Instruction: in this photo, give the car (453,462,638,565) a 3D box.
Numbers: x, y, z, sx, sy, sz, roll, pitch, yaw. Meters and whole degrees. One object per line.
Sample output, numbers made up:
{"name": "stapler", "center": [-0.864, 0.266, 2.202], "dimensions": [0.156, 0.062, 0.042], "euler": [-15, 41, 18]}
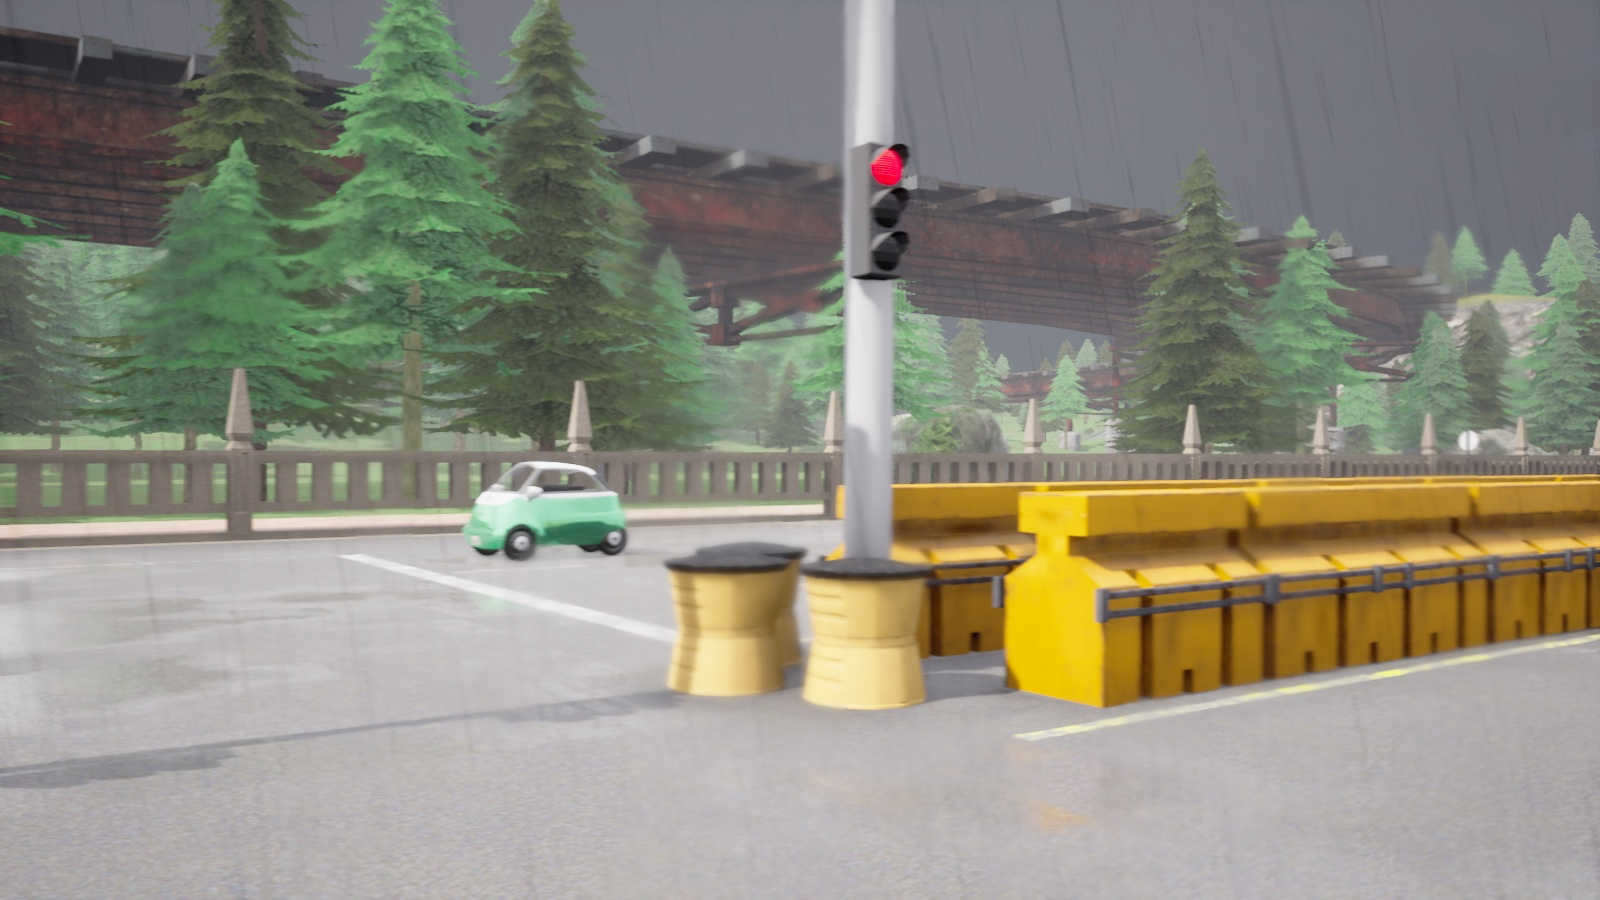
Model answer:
{"name": "car", "center": [-3.678, 0.864, 18.156], "dimensions": [2.207, 1.376, 1.481], "euler": [1, 0, -35]}
